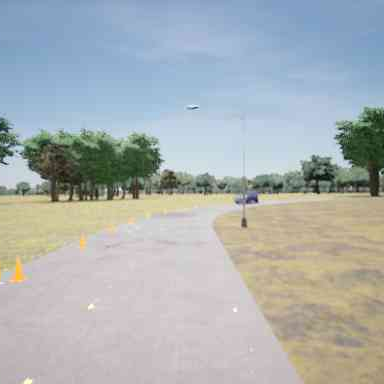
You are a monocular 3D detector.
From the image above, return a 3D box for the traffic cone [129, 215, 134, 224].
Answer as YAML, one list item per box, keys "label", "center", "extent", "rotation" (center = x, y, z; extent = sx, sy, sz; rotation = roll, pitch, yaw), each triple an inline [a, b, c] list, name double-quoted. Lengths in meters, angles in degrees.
- label: "traffic cone"
  center: [-4.324, 1.962, 23.666]
  extent: [0.340, 0.580, 0.340]
  rotation: [0, 0, 4]

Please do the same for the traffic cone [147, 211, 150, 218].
- label: "traffic cone"
  center: [-3.761, 1.959, 28.848]
  extent: [0.340, 0.580, 0.340]
  rotation: [0, 0, 9]

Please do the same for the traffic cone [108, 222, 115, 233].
- label: "traffic cone"
  center: [-4.447, 1.962, 18.506]
  extent: [0.340, 0.580, 0.340]
  rotation: [0, 0, 0]

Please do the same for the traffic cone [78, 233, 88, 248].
- label: "traffic cone"
  center: [-4.440, 1.962, 13.506]
  extent: [0.340, 0.580, 0.340]
  rotation: [0, 0, 0]

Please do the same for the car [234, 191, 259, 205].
- label: "car"
  center: [8.994, 0.950, 54.279]
  extent: [2.150, 2.045, 5.566]
  rotation: [0, 1, 36]

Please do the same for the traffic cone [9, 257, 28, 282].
- label: "traffic cone"
  center: [-4.433, 1.962, 8.506]
  extent: [0.340, 0.580, 0.340]
  rotation: [0, 0, 0]
